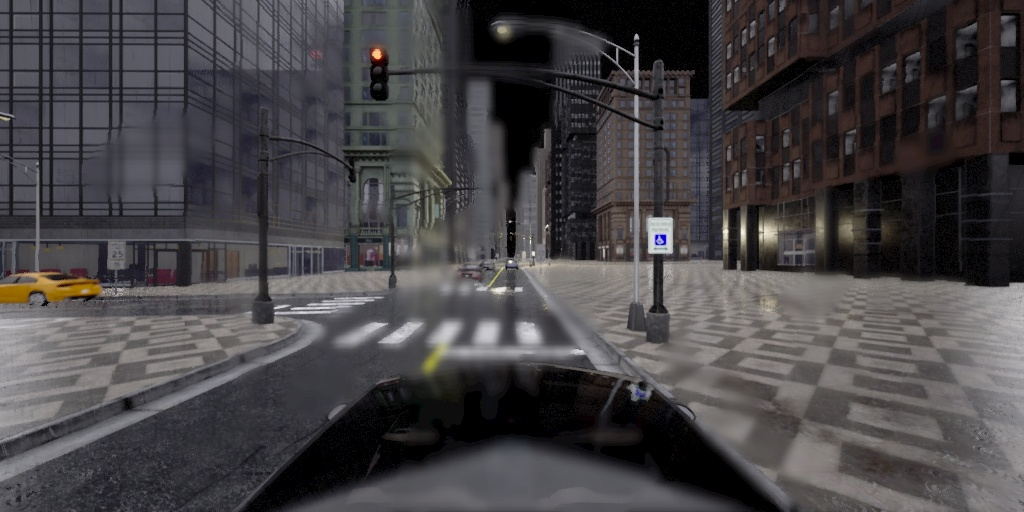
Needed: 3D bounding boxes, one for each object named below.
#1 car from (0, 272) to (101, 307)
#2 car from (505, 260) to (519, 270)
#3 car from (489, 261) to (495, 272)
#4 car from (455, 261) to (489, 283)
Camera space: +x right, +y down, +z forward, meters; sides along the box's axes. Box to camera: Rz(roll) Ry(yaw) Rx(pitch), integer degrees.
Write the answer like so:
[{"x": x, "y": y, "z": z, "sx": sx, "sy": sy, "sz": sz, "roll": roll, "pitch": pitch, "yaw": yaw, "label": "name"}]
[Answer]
[{"x": -22.502, "y": 1.544, "z": 16.854, "sx": 5.008, "sy": 1.535, "sz": 1.882, "roll": -1, "pitch": 0, "yaw": 0, "label": "car"}, {"x": -0.020, "y": 1.321, "z": 53.415, "sx": 1.994, "sy": 1.385, "sz": 4.181, "roll": 0, "pitch": 0, "yaw": 0, "label": "car"}, {"x": -3.104, "y": 1.316, "z": 44.827, "sx": 1.994, "sy": 1.385, "sz": 4.181, "roll": 0, "pitch": 0, "yaw": 0, "label": "car"}, {"x": -3.129, "y": 1.312, "z": 27.718, "sx": 1.994, "sy": 1.385, "sz": 4.181, "roll": 0, "pitch": 0, "yaw": 1, "label": "car"}]
